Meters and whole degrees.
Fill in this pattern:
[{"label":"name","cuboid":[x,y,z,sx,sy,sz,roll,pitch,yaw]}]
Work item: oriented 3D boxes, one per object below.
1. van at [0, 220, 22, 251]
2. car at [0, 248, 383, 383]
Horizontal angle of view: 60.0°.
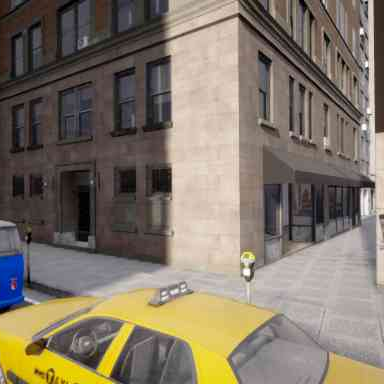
[{"label":"van","cuboid":[-4.877,1.342,6.351,3.998,1.788,1.690,0,-1,36]},{"label":"car","cuboid":[-0.402,1.526,3.147,4.829,1.417,1.752,0,-1,36]}]
